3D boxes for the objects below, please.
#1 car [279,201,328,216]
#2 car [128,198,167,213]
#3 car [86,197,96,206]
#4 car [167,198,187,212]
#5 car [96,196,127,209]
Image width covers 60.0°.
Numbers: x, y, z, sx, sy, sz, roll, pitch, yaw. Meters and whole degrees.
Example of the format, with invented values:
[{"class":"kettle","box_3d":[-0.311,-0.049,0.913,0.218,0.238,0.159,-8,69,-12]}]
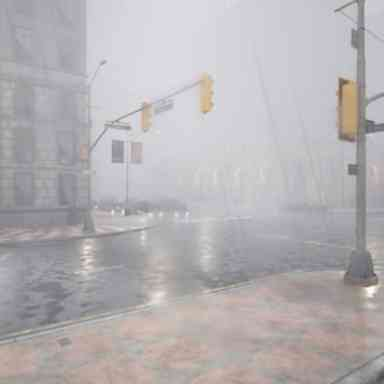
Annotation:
[{"class":"car","box_3d":[10.935,1.583,32.997,1.895,1.301,4.718,0,0,-30]},{"class":"car","box_3d":[-5.014,1.553,37.029,1.994,1.385,4.181,0,0,-36]},{"class":"car","box_3d":[-16.977,1.537,53.857,2.033,1.411,5.357,0,0,-35]},{"class":"car","box_3d":[-2.455,1.492,39.465,1.837,1.490,4.892,0,0,-36]},{"class":"car","box_3d":[-10.962,1.590,45.318,1.895,1.301,4.718,0,0,-35]}]
